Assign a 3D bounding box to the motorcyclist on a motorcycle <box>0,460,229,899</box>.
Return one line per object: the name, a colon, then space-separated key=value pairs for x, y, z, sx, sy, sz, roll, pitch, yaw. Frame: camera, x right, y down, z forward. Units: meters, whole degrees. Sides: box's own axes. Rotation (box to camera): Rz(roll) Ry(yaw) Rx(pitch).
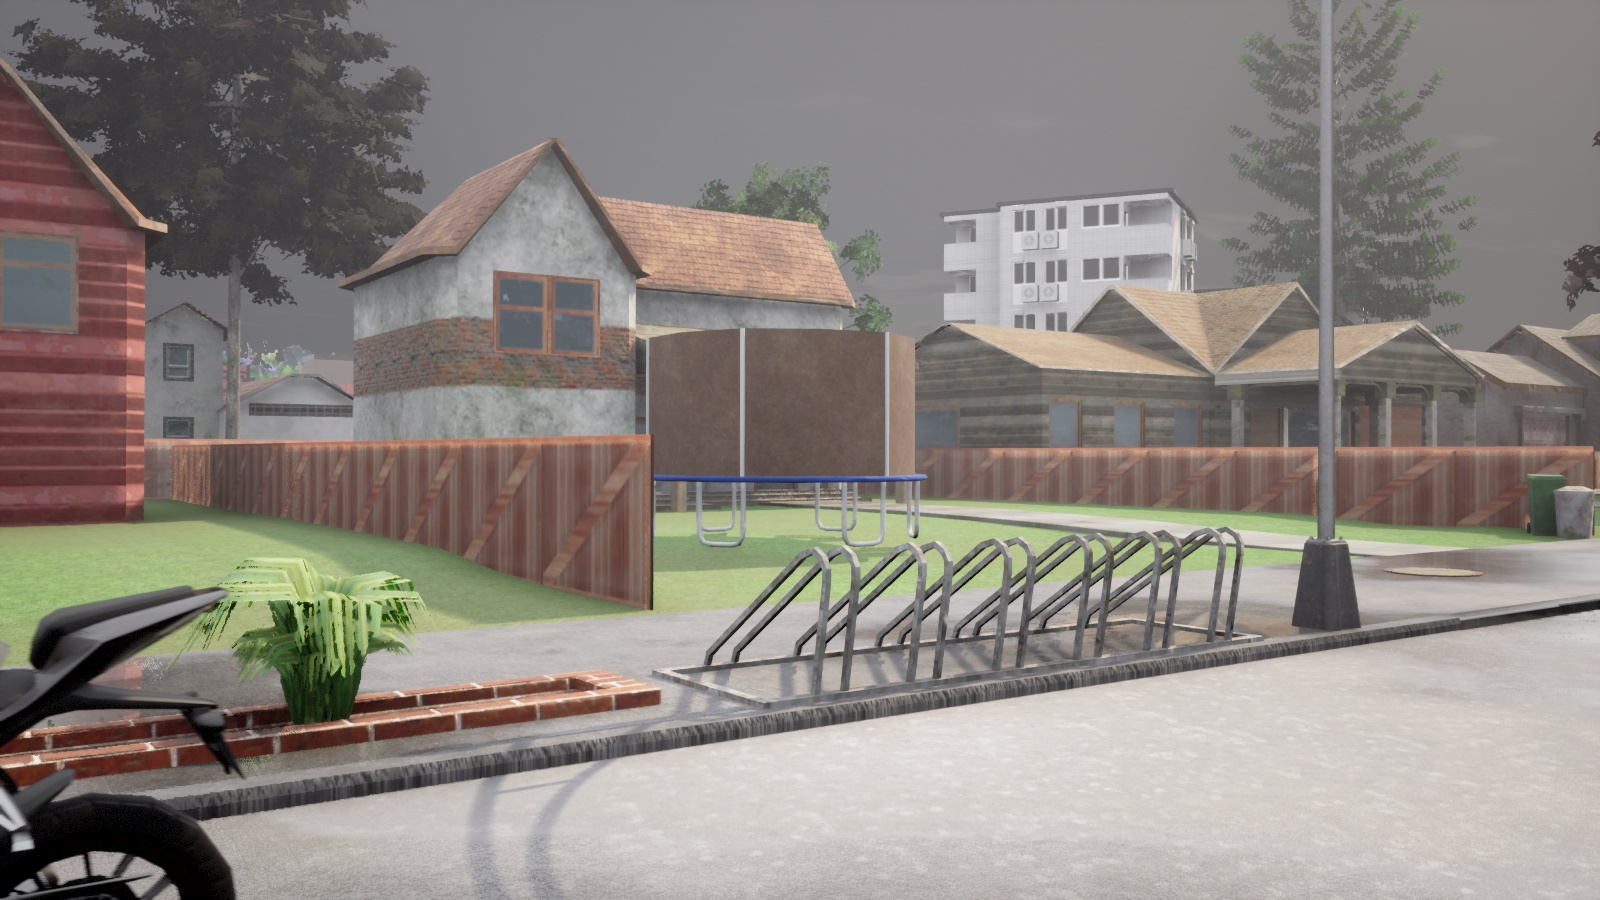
motorcyclist on a motorcycle: x=-2.438 y=0.791 z=2.570 sx=2.191 sy=1.530 sz=0.866 roll=0 pitch=0 yaw=-35
